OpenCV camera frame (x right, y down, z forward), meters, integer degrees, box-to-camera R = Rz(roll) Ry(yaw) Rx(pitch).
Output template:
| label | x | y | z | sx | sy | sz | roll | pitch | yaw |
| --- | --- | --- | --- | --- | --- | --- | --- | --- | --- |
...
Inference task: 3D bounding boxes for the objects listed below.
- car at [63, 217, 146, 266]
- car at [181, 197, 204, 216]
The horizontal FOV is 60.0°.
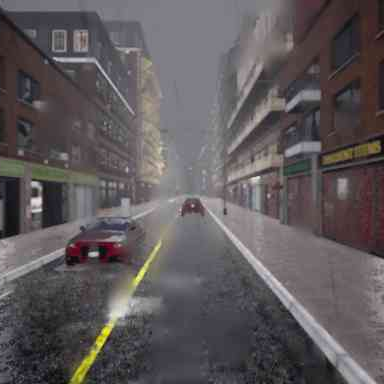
| label | x | y | z | sx | sy | sz | roll | pitch | yaw |
| --- | --- | --- | --- | --- | --- | --- | --- | --- | --- |
| car | -2.758 | 1.550 | 11.344 | 1.994 | 1.385 | 4.181 | 0 | 0 | 0 |
| car | 0.067 | 1.302 | 32.266 | 2.097 | 1.767 | 4.553 | 0 | 0 | 0 |
